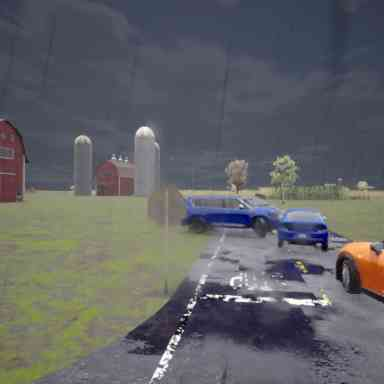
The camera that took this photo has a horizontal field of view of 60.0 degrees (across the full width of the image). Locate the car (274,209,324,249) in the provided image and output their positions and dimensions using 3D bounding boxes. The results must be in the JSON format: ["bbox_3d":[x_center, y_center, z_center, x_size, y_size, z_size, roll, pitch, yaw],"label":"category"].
[{"bbox_3d":[4.851,1.481,14.749,1.882,1.535,5.008,1,1,17],"label":"car"}]

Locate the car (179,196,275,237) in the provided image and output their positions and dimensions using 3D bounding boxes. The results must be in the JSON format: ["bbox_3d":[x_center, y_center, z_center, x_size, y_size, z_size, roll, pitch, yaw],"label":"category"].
[{"bbox_3d":[2.052,1.222,18.002,5.566,2.045,2.150,0,-1,19],"label":"car"}]

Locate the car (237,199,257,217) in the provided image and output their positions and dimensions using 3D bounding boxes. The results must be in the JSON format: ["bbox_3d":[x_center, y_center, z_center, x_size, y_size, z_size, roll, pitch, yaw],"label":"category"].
[{"bbox_3d":[5.439,1.502,33.032,1.837,1.490,4.892,0,0,9],"label":"car"}]

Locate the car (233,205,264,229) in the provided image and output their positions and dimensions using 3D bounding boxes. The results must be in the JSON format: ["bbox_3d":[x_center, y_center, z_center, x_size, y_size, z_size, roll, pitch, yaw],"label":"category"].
[{"bbox_3d":[3.811,1.601,22.721,1.895,1.301,4.718,0,0,9],"label":"car"}]

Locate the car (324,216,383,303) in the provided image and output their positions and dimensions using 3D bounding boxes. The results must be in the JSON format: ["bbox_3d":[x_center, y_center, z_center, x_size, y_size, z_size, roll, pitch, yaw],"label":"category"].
[{"bbox_3d":[4.524,1.354,5.987,2.097,1.767,4.553,0,0,-4],"label":"car"}]
